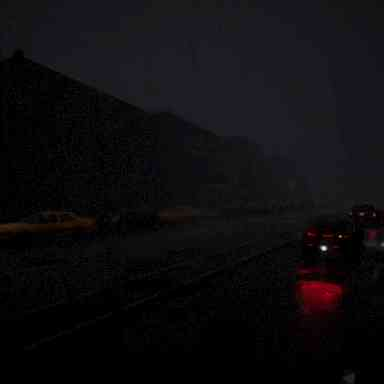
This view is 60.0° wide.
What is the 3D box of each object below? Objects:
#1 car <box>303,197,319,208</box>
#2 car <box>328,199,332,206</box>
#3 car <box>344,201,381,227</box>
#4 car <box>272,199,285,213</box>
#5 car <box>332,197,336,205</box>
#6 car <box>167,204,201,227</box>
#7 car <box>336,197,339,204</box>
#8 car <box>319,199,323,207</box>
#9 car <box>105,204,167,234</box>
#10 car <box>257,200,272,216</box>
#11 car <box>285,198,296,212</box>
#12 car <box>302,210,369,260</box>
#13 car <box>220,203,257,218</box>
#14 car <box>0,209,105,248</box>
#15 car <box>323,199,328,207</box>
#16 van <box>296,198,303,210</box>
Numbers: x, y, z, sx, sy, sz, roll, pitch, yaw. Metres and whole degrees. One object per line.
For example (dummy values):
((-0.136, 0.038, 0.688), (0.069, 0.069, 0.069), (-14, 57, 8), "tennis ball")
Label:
((21.842, 2.034, 63.120), (2.435, 2.045, 5.566), (0, -1, 31), "car")
((30.424, 2.362, 77.221), (2.185, 1.767, 4.553), (0, -1, 31), "car")
((13.661, 1.715, 26.287), (2.097, 1.767, 4.553), (0, -1, 32), "car")
((10.318, 1.888, 44.185), (2.185, 1.767, 4.553), (0, -1, 31), "car")
((33.298, 2.429, 81.940), (2.185, 1.767, 4.553), (0, -1, 31), "car")
((-1.218, 1.738, 25.228), (1.946, 1.575, 5.366), (0, -1, 31), "car")
((36.219, 2.664, 86.740), (2.002, 1.452, 4.674), (0, -1, 31), "car")
((24.666, 2.351, 67.758), (2.097, 1.535, 5.008), (0, -1, 31), "car")
((-3.980, 1.550, 20.696), (2.185, 1.767, 4.553), (0, -1, 31), "car")
((7.495, 1.987, 39.546), (2.002, 1.452, 4.674), (0, -1, 31), "car")
((13.190, 1.955, 48.905), (2.185, 1.767, 4.553), (0, -1, 31), "car")
((5.818, 1.689, 13.473), (1.837, 1.490, 4.892), (0, 0, 32), "car")
((4.626, 1.880, 34.831), (2.231, 1.521, 4.892), (0, -1, 31), "car")
((-6.964, 1.602, 15.788), (1.946, 1.575, 5.366), (0, -1, 31), "car")
((27.538, 2.420, 72.479), (2.231, 1.521, 4.892), (0, -1, 31), "car")
((15.986, 1.921, 53.499), (1.878, 1.987, 4.442), (0, -1, 31), "van")
